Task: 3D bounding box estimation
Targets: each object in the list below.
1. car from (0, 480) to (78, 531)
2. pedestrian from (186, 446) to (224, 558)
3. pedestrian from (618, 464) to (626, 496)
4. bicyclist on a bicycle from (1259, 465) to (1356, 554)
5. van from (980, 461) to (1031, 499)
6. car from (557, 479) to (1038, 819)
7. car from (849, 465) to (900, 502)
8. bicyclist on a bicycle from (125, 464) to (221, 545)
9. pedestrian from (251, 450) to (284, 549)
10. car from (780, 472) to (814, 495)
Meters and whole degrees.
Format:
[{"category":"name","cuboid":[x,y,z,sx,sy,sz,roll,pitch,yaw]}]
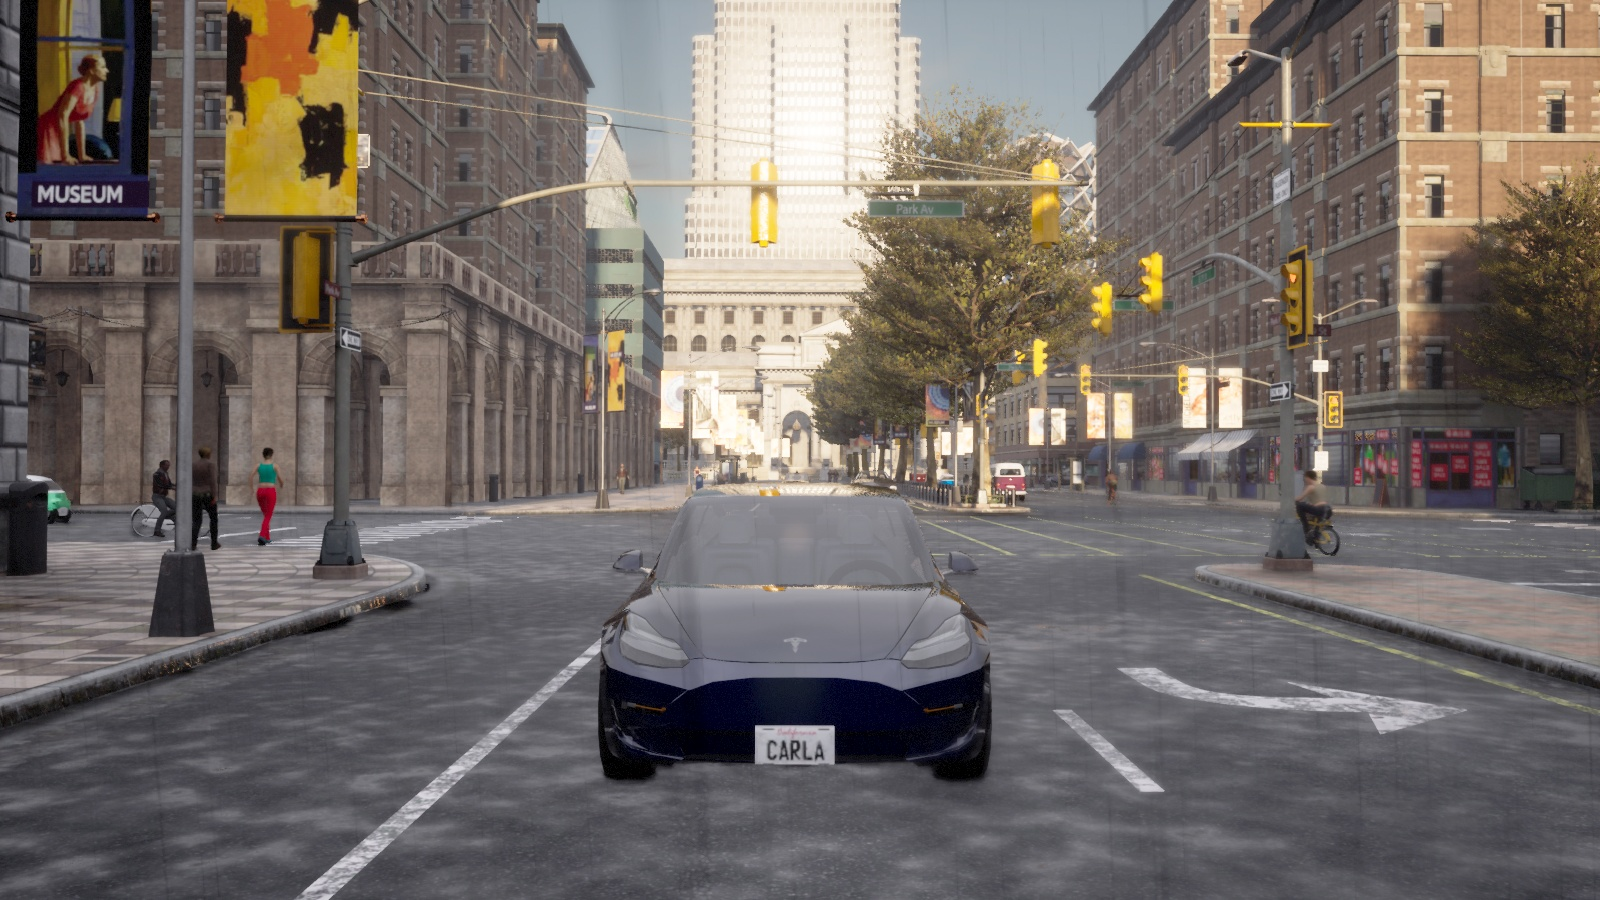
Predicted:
[{"category":"car","cuboid":[-21.812,1.546,35.236,2.207,1.376,1.481,0,-1,0]},{"category":"pedestrian","cuboid":[-9.917,0.862,20.948,0.331,1.846,0.634,0,-1,0]},{"category":"pedestrian","cuboid":[-10.223,1.721,72.155,0.376,1.854,0.720,0,-1,0]},{"category":"bicyclist on a bicycle","cuboid":[9.685,1.115,24.019,0.866,1.612,1.509,-1,-1,-24]},{"category":"van","cuboid":[11.331,1.660,69.666,2.069,2.038,4.480,0,-1,0]},{"category":"car","cuboid":[-0.020,0.950,8.059,2.163,1.488,4.792,0,-1,0]},{"category":"car","cuboid":[3.435,1.566,58.898,2.152,1.651,5.027,0,-1,1]},{"category":"bicyclist on a bicycle","cuboid":[-14.120,1.216,28.301,1.843,1.776,0.659,0,-1,0]},{"category":"pedestrian","cuboid":[-9.942,0.916,23.469,0.345,1.836,0.594,0,-1,2]},{"category":"car","cuboid":[-0.200,2.206,83.033,2.163,1.488,4.792,0,-1,0]}]
